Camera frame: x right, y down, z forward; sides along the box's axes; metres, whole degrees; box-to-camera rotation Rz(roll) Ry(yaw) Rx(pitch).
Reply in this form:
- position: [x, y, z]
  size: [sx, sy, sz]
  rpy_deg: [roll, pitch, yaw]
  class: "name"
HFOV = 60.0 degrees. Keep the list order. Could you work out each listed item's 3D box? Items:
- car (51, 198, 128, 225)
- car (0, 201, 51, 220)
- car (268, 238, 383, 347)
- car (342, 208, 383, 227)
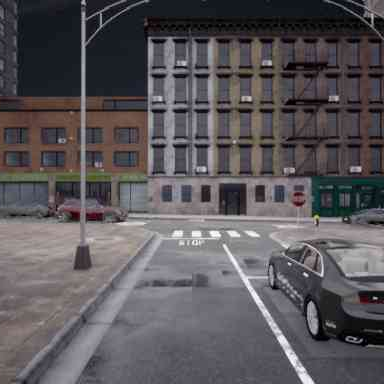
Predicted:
- position: [-6.659, 1.250, 22.495]
  size: [4.553, 1.767, 2.097]
  rpy_deg: [1, -1, 0]
  class: "car"
- position: [-12.762, 1.374, 25.464]
  size: [4.181, 1.385, 1.994]
  rpy_deg: [1, 0, 0]
  class: "car"
- position: [2.639, 1.556, 6.298]
  size: [2.008, 1.369, 4.403]
  rpy_deg: [0, 0, 0]
  class: "car"
- position: [13.751, 1.934, 25.372]
  size: [4.181, 1.385, 1.994]
  rpy_deg: [1, 0, 0]
  class: "car"
